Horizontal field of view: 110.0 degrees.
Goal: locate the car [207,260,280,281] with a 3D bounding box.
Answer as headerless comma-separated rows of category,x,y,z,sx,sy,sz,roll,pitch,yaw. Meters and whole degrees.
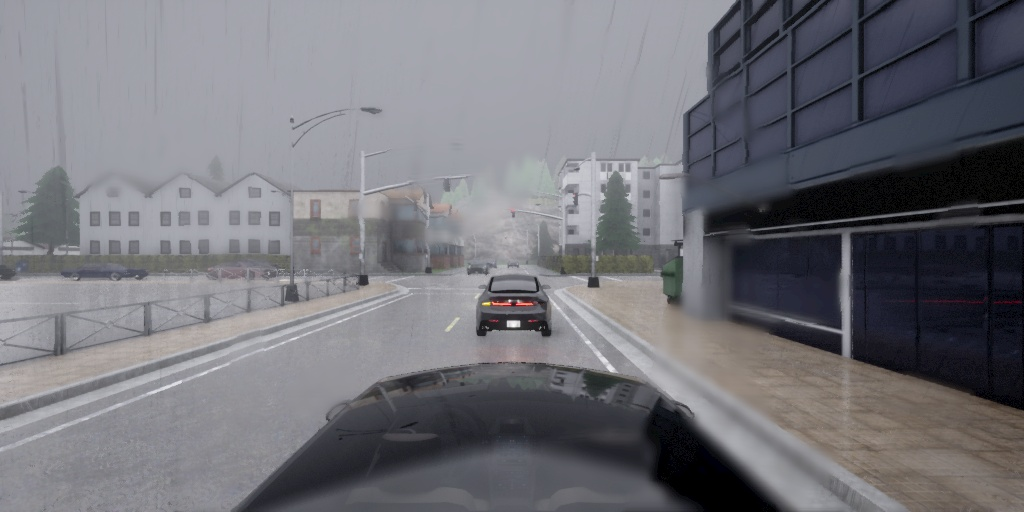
car,-19.891,1.138,26.500,4.181,1.385,1.994,0,0,0

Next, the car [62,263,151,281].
car,-29.911,1.174,26.546,4.718,1.301,1.895,0,0,0

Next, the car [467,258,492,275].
car,-3.548,1.102,38.066,2.097,1.767,4.553,0,0,0

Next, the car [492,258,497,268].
car,-3.505,1.103,56.601,2.097,1.767,4.553,0,0,0

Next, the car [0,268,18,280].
car,-40.133,1.174,26.626,4.718,1.301,1.895,0,0,1

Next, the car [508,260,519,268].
car,0.181,1.351,60.994,1.895,1.301,4.718,0,0,-1

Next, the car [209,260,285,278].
car,-22.210,1.065,30.185,4.902,1.511,2.128,0,0,1

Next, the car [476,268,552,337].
car,0.067,1.255,10.344,1.837,1.490,4.892,0,0,1
